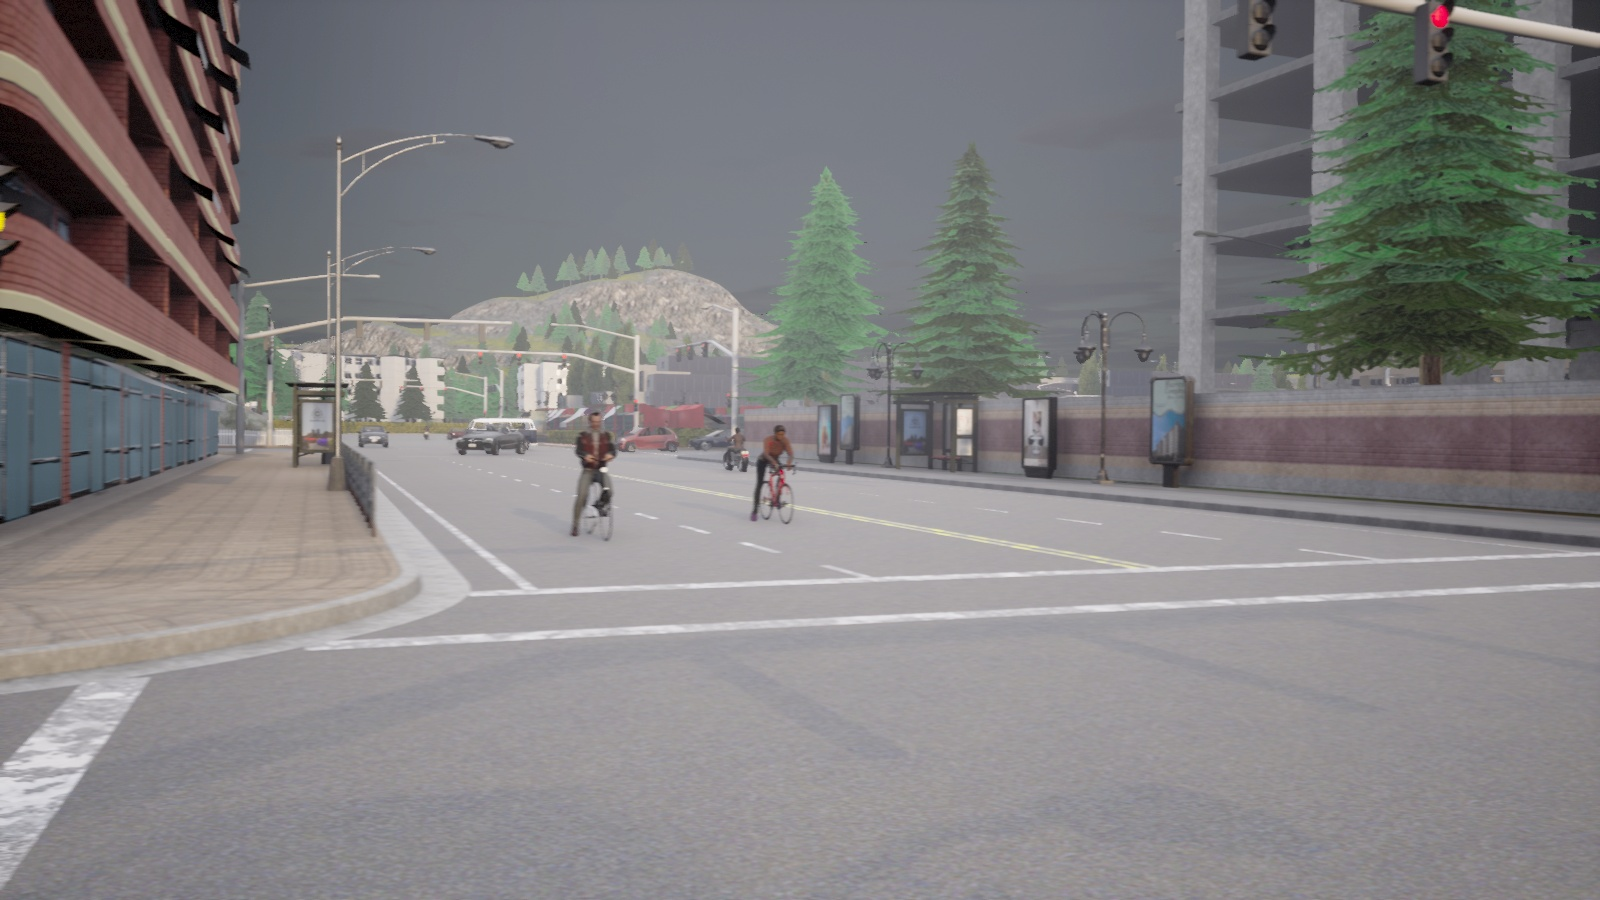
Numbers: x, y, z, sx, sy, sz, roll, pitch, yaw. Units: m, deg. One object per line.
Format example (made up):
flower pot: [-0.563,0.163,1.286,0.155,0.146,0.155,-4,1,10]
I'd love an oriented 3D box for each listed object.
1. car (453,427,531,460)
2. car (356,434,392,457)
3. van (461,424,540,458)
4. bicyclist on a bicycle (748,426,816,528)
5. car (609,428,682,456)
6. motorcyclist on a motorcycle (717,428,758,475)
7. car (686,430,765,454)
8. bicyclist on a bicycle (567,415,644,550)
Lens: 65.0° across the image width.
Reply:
car: [-16.256,-0.352,66.592,2.152,1.651,5.027,0,1,10]
car: [-29.222,-0.331,86.130,2.128,1.511,4.902,-1,1,-21]
van: [-18.645,-0.564,78.083,4.480,2.038,2.069,-1,1,-22]
bicyclist on a bicycle: [-0.316,0.413,20.949,0.582,1.620,1.656,-1,1,-21]
car: [-9.531,-0.493,77.546,3.988,1.617,1.851,-2,2,-28]
motorcyclist on a motorcycle: [-2.288,0.033,45.499,0.766,1.649,2.350,-1,1,-21]
car: [-4.939,-0.563,83.491,4.792,1.488,2.163,-1,1,-21]
bicyclist on a bicycle: [-2.726,0.414,17.474,0.659,1.776,1.843,-1,1,-21]
